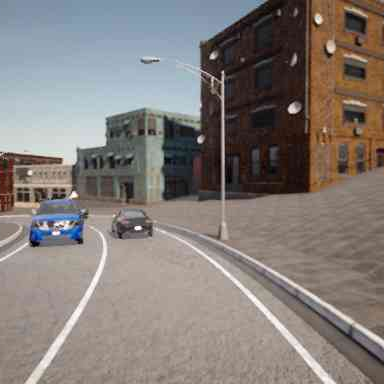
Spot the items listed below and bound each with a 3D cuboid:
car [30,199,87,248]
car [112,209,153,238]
[{"bbox_3d":[-6.446,1.400,16.358,2.150,2.045,5.566,-1,-1,-18],"label":"car"},{"bbox_3d":[-3.396,1.656,18.612,1.812,1.442,4.674,-1,-1,-18],"label":"car"}]
